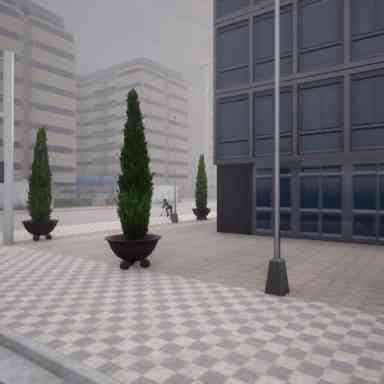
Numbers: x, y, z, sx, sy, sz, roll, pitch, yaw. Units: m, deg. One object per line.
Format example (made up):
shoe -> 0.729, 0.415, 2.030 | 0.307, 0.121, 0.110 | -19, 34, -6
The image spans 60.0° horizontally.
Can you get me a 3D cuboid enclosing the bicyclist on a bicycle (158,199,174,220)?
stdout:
bicyclist on a bicycle -> -1.999, 1.355, 25.879 | 1.656, 1.620, 0.582 | 0, 0, 35
